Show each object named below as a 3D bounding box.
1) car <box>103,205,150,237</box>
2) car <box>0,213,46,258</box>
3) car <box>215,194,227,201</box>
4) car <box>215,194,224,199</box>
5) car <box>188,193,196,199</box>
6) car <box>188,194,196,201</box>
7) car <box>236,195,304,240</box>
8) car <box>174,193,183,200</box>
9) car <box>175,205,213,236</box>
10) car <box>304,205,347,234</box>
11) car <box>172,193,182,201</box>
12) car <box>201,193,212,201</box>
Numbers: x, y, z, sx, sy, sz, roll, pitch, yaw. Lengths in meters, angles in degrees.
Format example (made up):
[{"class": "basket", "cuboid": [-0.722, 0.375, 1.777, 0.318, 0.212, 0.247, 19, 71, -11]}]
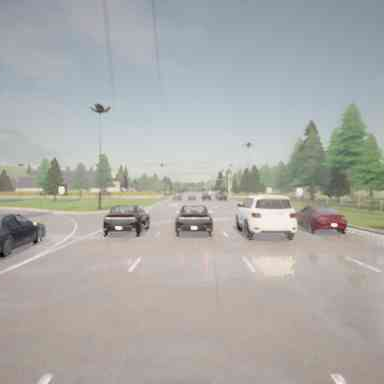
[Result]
[{"class": "car", "cuboid": [-3.399, 1.443, 17.877, 2.128, 1.511, 4.902, 0, 0, 0]}, {"class": "car", "cuboid": [-7.257, 1.513, 12.516, 2.033, 1.411, 5.357, 0, 0, -6]}, {"class": "car", "cuboid": [7.006, 1.292, 76.047, 1.837, 1.490, 4.892, 0, 0, 0]}, {"class": "car", "cuboid": [7.006, 1.134, 85.769, 2.033, 1.411, 5.357, 0, 0, 0]}, {"class": "car", "cuboid": [0.006, 1.118, 85.773, 1.812, 1.442, 4.674, 0, 0, 0]}, {"class": "car", "cuboid": [0.006, 1.332, 76.450, 2.033, 1.411, 5.357, 0, 0, 0]}, {"class": "car", "cuboid": [3.601, 1.175, 16.953, 2.150, 2.045, 5.566, 0, 0, 0]}, {"class": "car", "cuboid": [-3.494, 1.119, 85.777, 2.128, 1.511, 4.902, 0, 0, 0]}, {"class": "car", "cuboid": [0.101, 1.443, 17.883, 2.128, 1.511, 4.902, 0, 0, 0]}, {"class": "car", "cuboid": [7.101, 1.474, 18.891, 1.812, 1.442, 4.674, 0, 0, 0]}, {"class": "car", "cuboid": [-3.494, 1.321, 76.103, 2.033, 1.411, 5.357, 0, 0, 0]}, {"class": "car", "cuboid": [3.506, 1.282, 76.913, 1.837, 1.490, 4.892, 0, 0, 0]}]
